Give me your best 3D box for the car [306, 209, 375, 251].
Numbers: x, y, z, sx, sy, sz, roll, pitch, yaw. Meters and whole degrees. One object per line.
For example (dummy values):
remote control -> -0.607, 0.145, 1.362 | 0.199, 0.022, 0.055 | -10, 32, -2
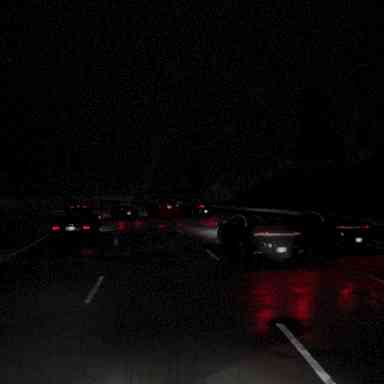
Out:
car -> 5.460, 1.468, 14.120 | 2.128, 1.511, 4.902 | 0, 0, -10

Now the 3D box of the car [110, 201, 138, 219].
car -> -5.867, 1.495, 28.625 | 1.812, 1.442, 4.674 | 0, 0, -21

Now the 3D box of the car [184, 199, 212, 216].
car -> 0.335, 1.464, 31.993 | 1.837, 1.490, 4.892 | 0, 0, -22

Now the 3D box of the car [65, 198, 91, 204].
car -> -12.318, 1.516, 34.764 | 2.033, 1.411, 5.357 | 0, 0, -27

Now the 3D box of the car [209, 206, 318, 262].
car -> 2.271, 1.474, 12.176 | 2.128, 1.511, 4.902 | 0, 0, -8

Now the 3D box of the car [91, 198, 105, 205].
car -> -12.397, 1.438, 41.777 | 1.882, 1.535, 5.008 | 0, 0, -30

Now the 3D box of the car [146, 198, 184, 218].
car -> -2.703, 1.317, 30.160 | 2.097, 1.767, 4.553 | 0, 0, -21

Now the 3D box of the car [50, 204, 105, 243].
car -> -5.493, 1.533, 16.057 | 2.033, 1.411, 5.357 | 0, 0, -13
